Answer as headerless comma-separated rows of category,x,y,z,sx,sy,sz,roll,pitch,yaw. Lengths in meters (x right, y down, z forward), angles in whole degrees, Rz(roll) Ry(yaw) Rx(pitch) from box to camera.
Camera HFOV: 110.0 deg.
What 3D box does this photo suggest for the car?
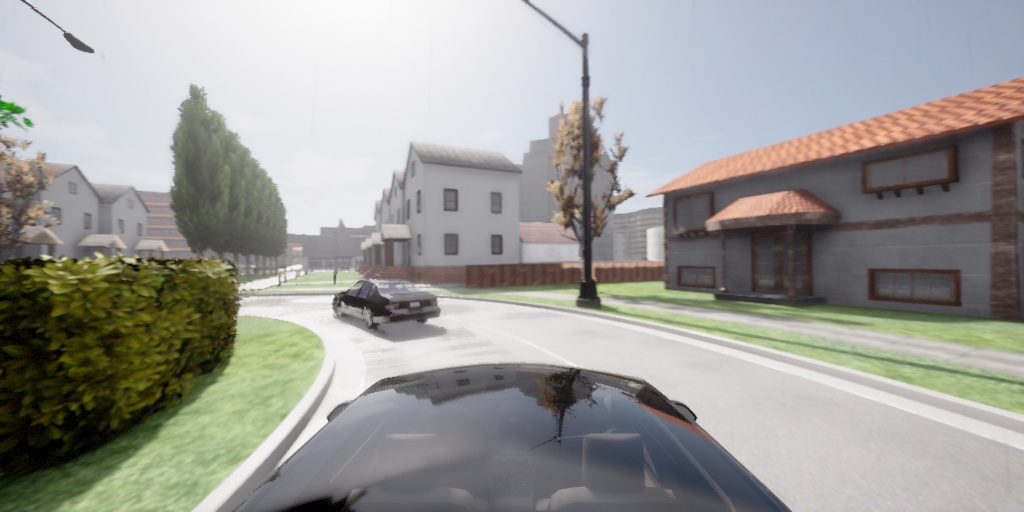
car,-4.374,1.449,11.989,2.033,1.411,5.357,0,-1,-41
